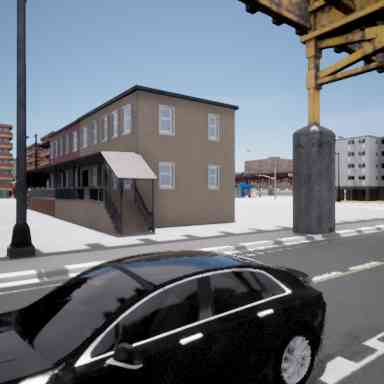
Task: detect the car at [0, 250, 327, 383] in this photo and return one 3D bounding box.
[{"bbox_3d":[-0.473,1.505,3.664,4.892,1.490,1.837,0,0,-36],"label":"car"}]
